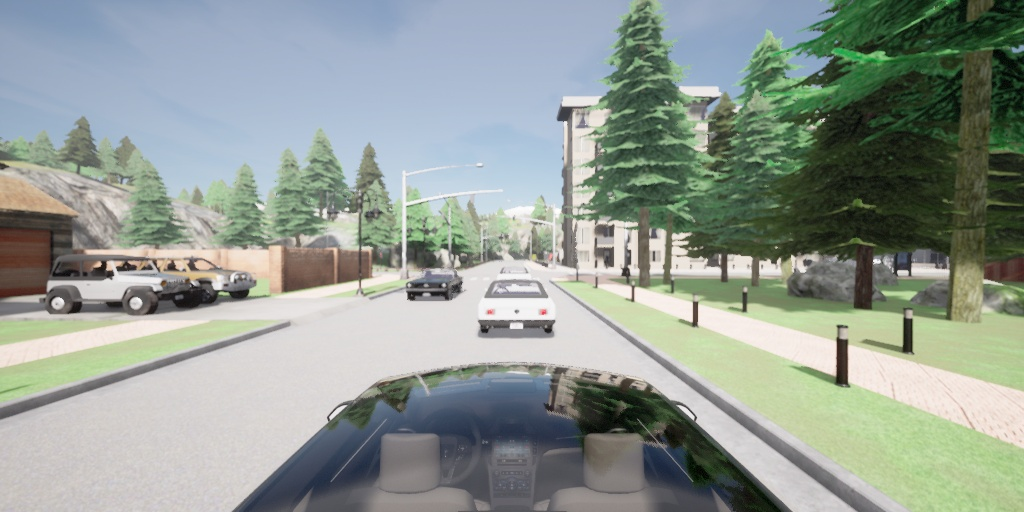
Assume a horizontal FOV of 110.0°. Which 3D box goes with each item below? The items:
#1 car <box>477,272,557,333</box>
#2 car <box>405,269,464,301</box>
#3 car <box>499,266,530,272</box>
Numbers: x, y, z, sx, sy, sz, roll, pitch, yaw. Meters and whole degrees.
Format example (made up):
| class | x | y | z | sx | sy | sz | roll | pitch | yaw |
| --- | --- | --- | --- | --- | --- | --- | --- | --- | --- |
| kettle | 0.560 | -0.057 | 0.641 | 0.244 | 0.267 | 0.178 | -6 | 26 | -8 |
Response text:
| class | x | y | z | sx | sy | sz | roll | pitch | yaw |
| --- | --- | --- | --- | --- | --- | --- | --- | --- | --- |
| car | 0.115 | 1.311 | 10.499 | 1.895 | 1.301 | 4.718 | 0 | 0 | 0 |
| car | -3.521 | 1.282 | 17.015 | 1.895 | 1.301 | 4.718 | 0 | 0 | 1 |
| car | 0.128 | 1.262 | 21.581 | 1.895 | 1.301 | 4.718 | 0 | 0 | 0 |
